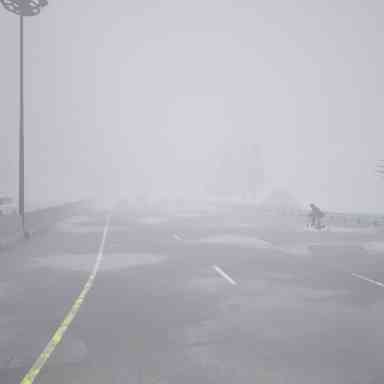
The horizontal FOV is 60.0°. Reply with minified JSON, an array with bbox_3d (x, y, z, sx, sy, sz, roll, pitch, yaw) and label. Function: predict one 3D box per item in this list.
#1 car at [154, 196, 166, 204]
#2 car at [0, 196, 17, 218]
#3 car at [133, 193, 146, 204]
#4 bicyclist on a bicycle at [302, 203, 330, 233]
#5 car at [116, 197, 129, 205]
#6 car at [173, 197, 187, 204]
[{"bbox_3d":[-6.005,1.547,62.673,2.033,1.411,5.357,0,0,-12],"label":"car"},{"bbox_3d":[-15.596,1.328,26.193,2.150,2.045,5.566,0,0,-13],"label":"car"},{"bbox_3d":[-10.336,1.221,65.878,2.150,2.045,5.566,0,0,-13],"label":"car"},{"bbox_3d":[6.869,1.455,18.528,0.582,1.620,1.656,0,-2,-41],"label":"bicyclist on a bicycle"},{"bbox_3d":[-12.291,1.547,58.907,2.033,1.411,5.357,0,0,-15],"label":"car"},{"bbox_3d":[-2.258,1.547,62.003,2.033,1.411,5.357,0,0,-12],"label":"car"}]
